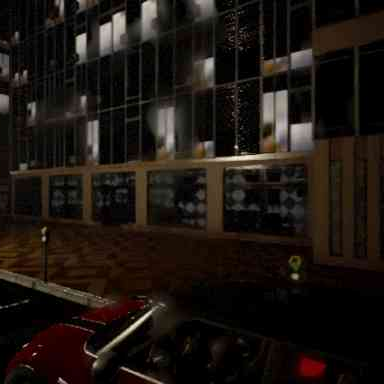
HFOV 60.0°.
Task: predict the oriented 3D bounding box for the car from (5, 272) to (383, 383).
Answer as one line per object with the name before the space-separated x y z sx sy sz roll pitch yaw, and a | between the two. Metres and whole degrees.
car | 0.239 1.437 2.705 4.097 1.590 1.967 0 0 36
